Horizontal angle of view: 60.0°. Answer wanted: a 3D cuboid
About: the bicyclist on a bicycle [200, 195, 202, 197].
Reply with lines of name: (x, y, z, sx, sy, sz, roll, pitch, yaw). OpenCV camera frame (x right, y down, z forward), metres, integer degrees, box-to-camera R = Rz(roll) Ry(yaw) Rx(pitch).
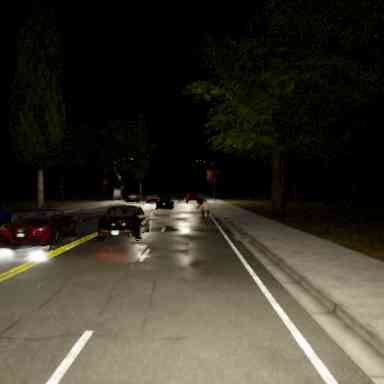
bicyclist on a bicycle: (0.902, 1.159, 32.729, 0.659, 1.776, 1.843, 0, 1, 0)

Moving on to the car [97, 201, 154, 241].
car: (-3.146, 1.401, 16.049, 1.837, 1.490, 4.892, 0, 0, 0)

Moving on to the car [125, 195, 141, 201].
car: (-9.797, 1.206, 55.468, 1.994, 1.385, 4.181, 0, 0, 0)

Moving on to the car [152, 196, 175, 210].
car: (-3.139, 1.310, 39.248, 1.994, 1.385, 4.181, 0, 0, 0)

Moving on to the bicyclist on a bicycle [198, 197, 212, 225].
bicyclist on a bicycle: (0.890, 1.297, 21.592, 0.866, 1.612, 1.509, 0, 0, 0)

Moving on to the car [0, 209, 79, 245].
car: (-6.596, 1.468, 14.799, 1.994, 1.385, 4.181, 0, 0, 0)

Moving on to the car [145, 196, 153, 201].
car: (-6.547, 1.246, 55.087, 1.895, 1.301, 4.718, 0, 0, 0)

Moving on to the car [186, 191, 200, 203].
car: (0.117, 0.851, 57.579, 2.150, 2.045, 5.566, 0, 0, 0)
